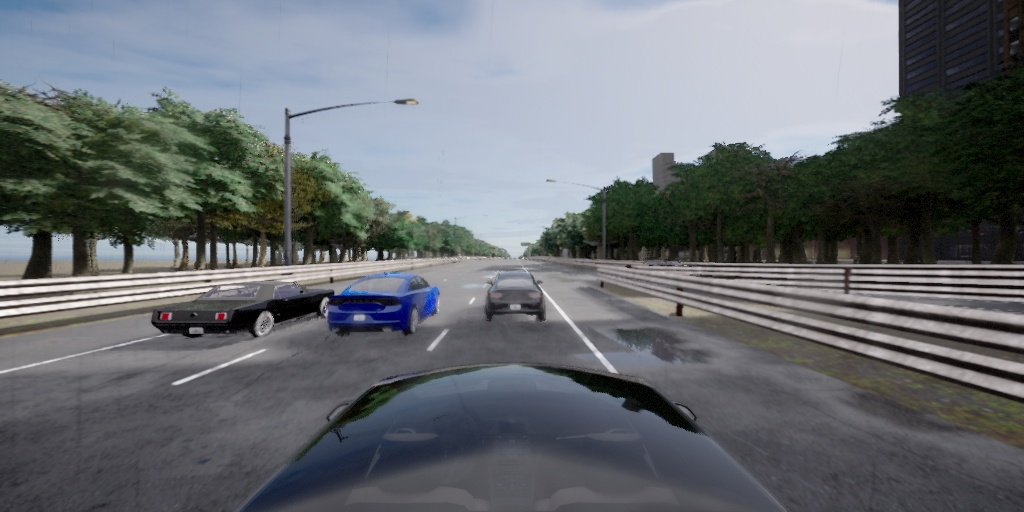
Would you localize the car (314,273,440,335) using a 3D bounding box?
[{"bbox_3d":[-3.399,1.219,10.468,1.882,1.535,5.008,0,0,0],"label":"car"}]

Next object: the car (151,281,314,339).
[{"bbox_3d":[-6.902,1.343,10.067,1.895,1.301,4.718,0,0,0],"label":"car"}]

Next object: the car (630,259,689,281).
[{"bbox_3d":[10.751,1.041,26.759,2.097,1.767,4.553,0,0,-21],"label":"car"}]

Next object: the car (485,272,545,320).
[{"bbox_3d":[0.098,1.264,12.378,1.812,1.442,4.674,0,0,0],"label":"car"}]
